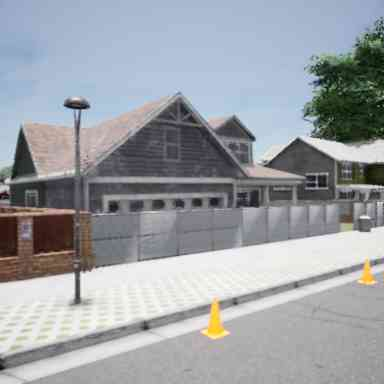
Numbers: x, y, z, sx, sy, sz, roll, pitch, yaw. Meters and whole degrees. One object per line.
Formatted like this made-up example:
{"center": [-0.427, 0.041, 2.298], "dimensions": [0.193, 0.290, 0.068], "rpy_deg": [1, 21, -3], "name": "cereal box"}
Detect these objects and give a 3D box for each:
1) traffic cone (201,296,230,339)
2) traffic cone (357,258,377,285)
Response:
{"center": [0.374, 1.954, 5.294], "dimensions": [0.340, 0.580, 0.340], "rpy_deg": [0, 0, -36], "name": "traffic cone"}
{"center": [4.351, 1.947, 8.261], "dimensions": [0.340, 0.580, 0.340], "rpy_deg": [0, 0, -37], "name": "traffic cone"}
